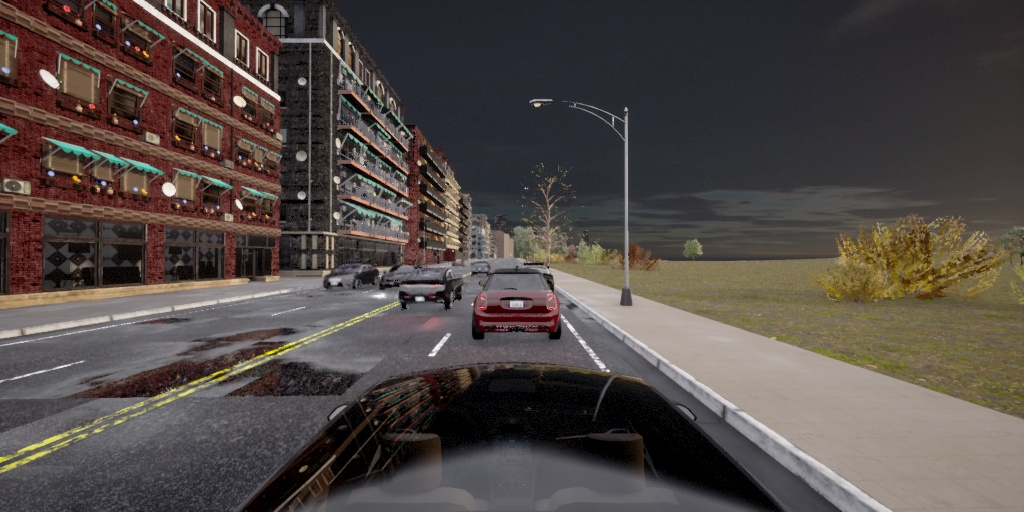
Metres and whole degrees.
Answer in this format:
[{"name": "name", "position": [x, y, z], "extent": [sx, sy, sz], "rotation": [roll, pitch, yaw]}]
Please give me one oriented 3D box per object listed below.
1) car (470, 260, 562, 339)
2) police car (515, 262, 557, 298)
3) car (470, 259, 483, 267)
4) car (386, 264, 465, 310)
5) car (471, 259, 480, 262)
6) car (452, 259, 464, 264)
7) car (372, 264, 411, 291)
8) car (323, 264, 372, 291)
[{"name": "car", "position": [0.112, 1.103, 10.184], "extent": [2.097, 1.767, 4.553], "rotation": [0, 0, 0]}, {"name": "police car", "position": [1.173, 1.178, 19.680], "extent": [1.930, 1.638, 5.238], "rotation": [0, 0, 0]}, {"name": "car", "position": [-6.424, 1.276, 64.716], "extent": [1.812, 1.442, 4.674], "rotation": [0, 0, 1]}, {"name": "car", "position": [-3.126, 1.243, 14.617], "extent": [2.128, 1.511, 4.902], "rotation": [0, 0, 0]}, {"name": "car", "position": [-3.078, 1.300, 36.942], "extent": [2.033, 1.411, 5.357], "rotation": [0, 0, 0]}, {"name": "car", "position": [-9.672, 1.276, 64.597], "extent": [1.812, 1.442, 4.674], "rotation": [0, 0, 1]}, {"name": "car", "position": [-6.561, 1.257, 22.031], "extent": [1.837, 1.490, 4.892], "rotation": [0, 0, 0]}, {"name": "car", "position": [-9.810, 1.244, 22.268], "extent": [2.128, 1.511, 4.902], "rotation": [0, 0, 0]}]
